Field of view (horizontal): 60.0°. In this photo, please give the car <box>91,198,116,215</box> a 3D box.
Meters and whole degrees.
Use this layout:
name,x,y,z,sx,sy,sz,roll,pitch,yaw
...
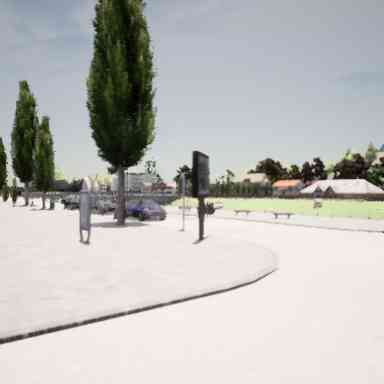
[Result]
name,x,y,z,sx,sy,sz,roll,pitch,yaw
car,-9.437,1.576,35.133,2.033,1.411,5.357,0,0,-36

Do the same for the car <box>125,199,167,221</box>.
name,x,y,z,sx,sy,sz,roll,pitch,yaw
car,-3.905,1.381,27.384,2.097,1.767,4.553,0,0,-36

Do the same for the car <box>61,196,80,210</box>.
name,x,y,z,sx,sy,sz,roll,pitch,yaw
car,-15.211,1.506,43.263,1.882,1.535,5.008,0,0,-36

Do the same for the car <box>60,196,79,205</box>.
name,x,y,z,sx,sy,sz,roll,pitch,yaw
car,-22.198,1.516,60.217,1.882,1.535,5.008,0,0,-36

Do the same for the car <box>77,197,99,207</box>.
name,x,y,z,sx,sy,sz,roll,pitch,yaw
car,-16.265,1.564,51.910,1.812,1.442,4.674,0,0,-35
